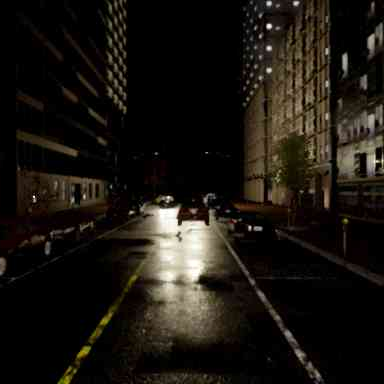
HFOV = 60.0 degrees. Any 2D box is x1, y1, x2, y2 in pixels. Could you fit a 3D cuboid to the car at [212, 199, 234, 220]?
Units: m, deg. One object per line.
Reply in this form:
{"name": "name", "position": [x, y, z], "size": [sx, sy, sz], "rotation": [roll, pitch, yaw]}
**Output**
{"name": "car", "position": [2.683, 1.476, 26.994], "size": [1.947, 1.339, 4.313], "rotation": [0, 0, 0]}

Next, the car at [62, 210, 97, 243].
{"name": "car", "position": [-5.694, 1.531, 15.615], "size": [1.802, 1.307, 4.206], "rotation": [0, 0, 0]}

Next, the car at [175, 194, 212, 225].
{"name": "car", "position": [0.092, 1.274, 23.482], "size": [2.097, 1.767, 4.553], "rotation": [0, 0, 0]}

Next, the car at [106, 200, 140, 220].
{"name": "car", "position": [-5.698, 1.455, 26.999], "size": [1.887, 1.381, 4.507], "rotation": [0, 0, 0]}

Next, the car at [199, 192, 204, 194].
{"name": "car", "position": [0.085, 1.207, 41.203], "size": [2.097, 1.767, 4.553], "rotation": [0, 0, 0]}

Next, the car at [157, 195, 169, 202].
{"name": "car", "position": [-5.711, 1.298, 66.848], "size": [2.008, 1.369, 4.403], "rotation": [0, 0, 0]}

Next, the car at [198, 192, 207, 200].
{"name": "car", "position": [2.665, 0.984, 83.915], "size": [2.192, 1.841, 5.009], "rotation": [0, 0, 0]}

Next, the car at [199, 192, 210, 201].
{"name": "car", "position": [2.669, 1.037, 72.530], "size": [2.192, 1.841, 5.009], "rotation": [0, 0, 0]}

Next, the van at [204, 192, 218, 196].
{"name": "van", "position": [2.678, 1.186, 44.071], "size": [1.690, 1.788, 3.998], "rotation": [0, 0, 0]}

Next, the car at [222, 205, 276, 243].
{"name": "car", "position": [2.687, 1.515, 15.610], "size": [1.947, 1.339, 4.313], "rotation": [0, 0, 0]}

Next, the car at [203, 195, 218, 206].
{"name": "car", "position": [2.676, 1.262, 49.763], "size": [1.967, 1.590, 4.097], "rotation": [0, 0, 0]}

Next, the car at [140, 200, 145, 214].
{"name": "car", "position": [-5.700, 1.455, 32.692], "size": [1.947, 1.339, 4.313], "rotation": [0, 0, 0]}

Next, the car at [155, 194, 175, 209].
{"name": "car", "position": [-3.104, 1.345, 42.043], "size": [2.128, 1.511, 4.902], "rotation": [0, 0, 0]}

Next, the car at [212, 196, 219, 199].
{"name": "car", "position": [2.679, 1.433, 38.378], "size": [1.947, 1.339, 4.313], "rotation": [0, 0, 0]}

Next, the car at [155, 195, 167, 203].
{"name": "car", "position": [-5.709, 1.299, 60.984], "size": [1.752, 1.417, 4.829], "rotation": [0, 0, 0]}

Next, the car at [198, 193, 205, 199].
{"name": "car", "position": [2.659, 1.138, 95.469], "size": [1.752, 1.417, 4.829], "rotation": [0, 0, 0]}

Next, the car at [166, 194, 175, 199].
{"name": "car", "position": [-5.719, 1.192, 89.617], "size": [2.008, 1.369, 4.403], "rotation": [0, 0, 0]}

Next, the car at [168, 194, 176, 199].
{"name": "car", "position": [-5.721, 1.179, 95.310], "size": [1.947, 1.339, 4.313], "rotation": [0, 0, 0]}

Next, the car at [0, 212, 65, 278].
{"name": "car", "position": [-5.692, 1.513, 9.921], "size": [1.887, 1.381, 4.507], "rotation": [0, 0, 0]}
